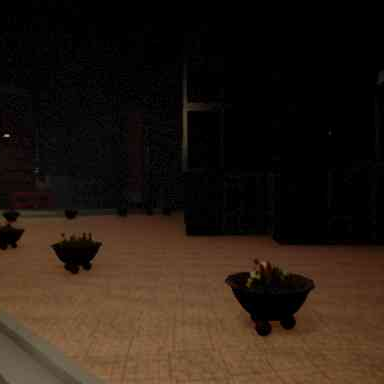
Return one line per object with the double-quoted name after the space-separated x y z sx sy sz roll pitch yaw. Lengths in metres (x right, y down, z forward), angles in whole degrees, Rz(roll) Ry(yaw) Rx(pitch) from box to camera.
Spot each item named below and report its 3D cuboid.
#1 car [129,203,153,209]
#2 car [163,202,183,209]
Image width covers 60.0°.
-10.050 2.745 65.435 1.895 1.301 4.718 -1 -2 44 "car"
-3.429 2.764 67.368 2.033 1.411 5.357 -1 -2 43 "car"
